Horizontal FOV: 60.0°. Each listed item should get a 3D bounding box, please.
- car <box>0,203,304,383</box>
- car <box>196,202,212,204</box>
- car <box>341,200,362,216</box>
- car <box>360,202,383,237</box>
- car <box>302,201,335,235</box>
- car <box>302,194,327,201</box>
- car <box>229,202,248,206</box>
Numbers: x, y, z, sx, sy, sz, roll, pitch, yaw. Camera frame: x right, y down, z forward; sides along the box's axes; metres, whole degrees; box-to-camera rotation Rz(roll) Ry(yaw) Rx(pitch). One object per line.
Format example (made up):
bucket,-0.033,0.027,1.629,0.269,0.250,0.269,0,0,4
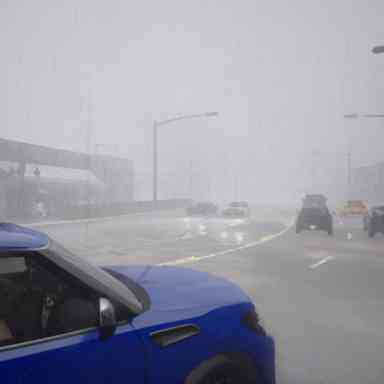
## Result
car,-1.838,1.217,2.430,5.566,2.045,2.150,0,0,-36
car,1.067,1.655,33.220,1.895,1.301,4.718,0,0,20
car,15.561,1.485,32.147,1.882,1.535,5.008,0,0,20
car,10.245,1.485,17.583,1.882,1.535,5.008,0,0,23
car,7.022,1.517,18.947,1.837,1.490,4.892,0,0,23
car,12.275,1.258,33.352,2.150,2.045,5.566,0,0,20
car,4.359,1.655,32.030,1.895,1.301,4.718,0,0,20
